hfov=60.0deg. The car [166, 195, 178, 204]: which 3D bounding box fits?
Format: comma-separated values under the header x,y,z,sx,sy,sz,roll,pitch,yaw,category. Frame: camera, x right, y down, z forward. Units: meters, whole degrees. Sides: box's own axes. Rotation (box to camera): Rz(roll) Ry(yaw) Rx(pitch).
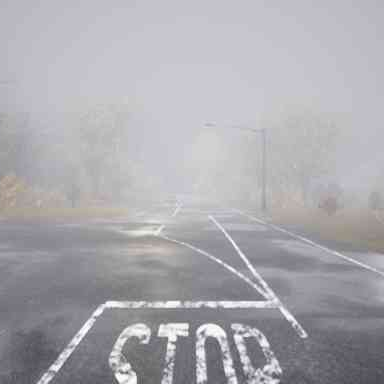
x,y,z,sx,sy,sz,roll,pitch,yaw,category
-3.808,1.352,63.428,2.097,1.767,4.553,0,0,-1,car
